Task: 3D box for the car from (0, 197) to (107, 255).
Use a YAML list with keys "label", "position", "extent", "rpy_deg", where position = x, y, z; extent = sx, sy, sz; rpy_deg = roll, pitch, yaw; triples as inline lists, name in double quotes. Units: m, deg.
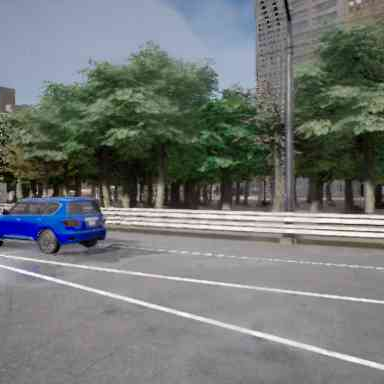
- label: "car"
  position: [-6.009, 1.238, 13.503]
  extent: [5.566, 2.045, 2.150]
  rpy_deg: [0, 0, 29]
